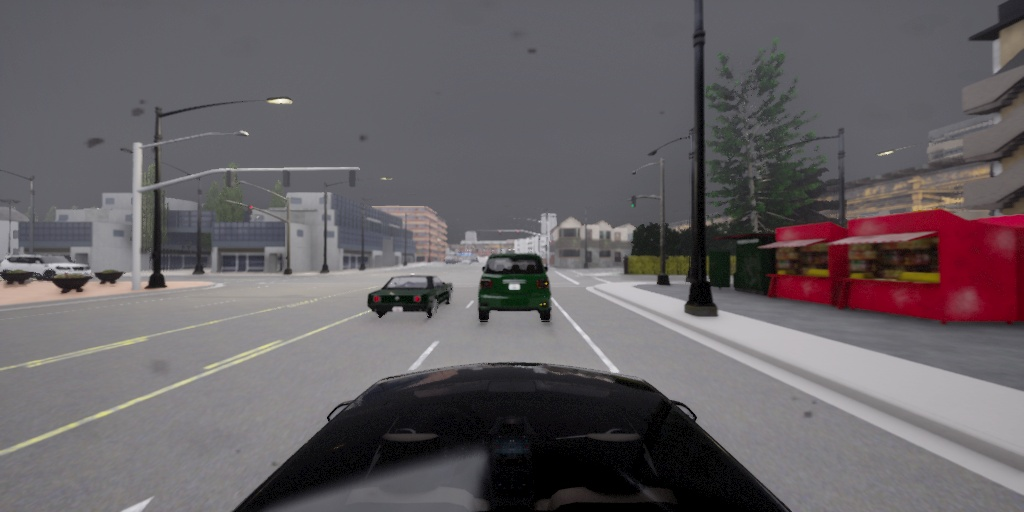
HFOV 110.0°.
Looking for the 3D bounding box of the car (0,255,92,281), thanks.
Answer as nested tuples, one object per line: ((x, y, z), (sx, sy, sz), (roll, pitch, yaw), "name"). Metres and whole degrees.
((-37.004, 0.951, 28.487), (5.566, 2.045, 2.150), (0, -1, 1), "car")

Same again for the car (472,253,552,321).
((0.101, 0.934, 12.358), (2.150, 2.045, 5.566), (0, 0, 1), "car")

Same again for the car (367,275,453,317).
((-3.390, 1.316, 12.967), (1.895, 1.301, 4.718), (0, 0, 1), "car")
